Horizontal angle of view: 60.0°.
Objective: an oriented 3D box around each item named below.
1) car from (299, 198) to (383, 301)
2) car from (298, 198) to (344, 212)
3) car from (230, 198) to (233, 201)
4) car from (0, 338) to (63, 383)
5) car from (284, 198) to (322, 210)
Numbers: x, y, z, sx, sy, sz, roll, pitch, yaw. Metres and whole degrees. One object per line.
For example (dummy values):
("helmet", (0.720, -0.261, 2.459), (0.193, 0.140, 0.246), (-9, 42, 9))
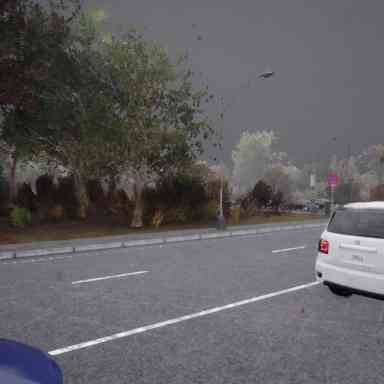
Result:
("car", (5.071, 1.221, 7.369), (5.566, 2.045, 2.150), (0, 0, -35))
("car", (15.595, 1.491, 40.550), (2.128, 1.511, 4.902), (0, 0, -32))
("car", (4.262, 1.184, 51.934), (2.150, 2.045, 5.566), (0, 1, -32))
("car", (-3.051, 1.526, 1.567), (4.674, 1.442, 1.812), (0, 0, -36))
("car", (12.566, 1.491, 38.767), (2.128, 1.511, 4.902), (0, 0, -33))
